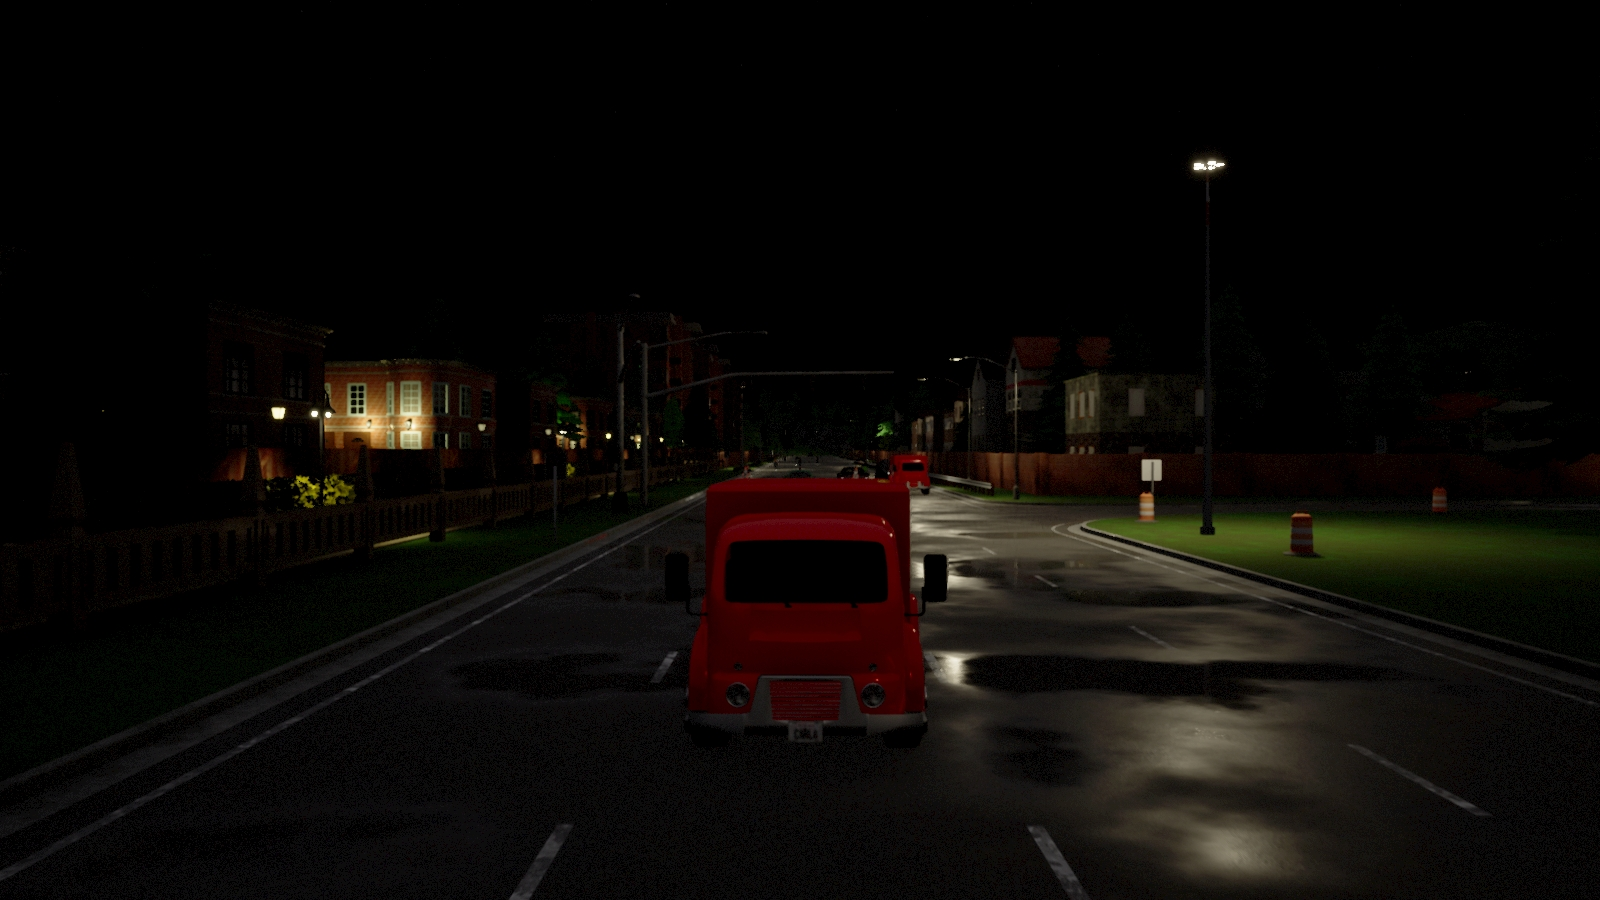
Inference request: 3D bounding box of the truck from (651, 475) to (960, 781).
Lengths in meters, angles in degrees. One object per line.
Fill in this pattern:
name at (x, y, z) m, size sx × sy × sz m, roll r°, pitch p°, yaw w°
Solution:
truck at (0.089, 1.566, 12.296) m, size 2.627 × 2.467 × 5.204 m, roll 0°, pitch 0°, yaw 1°
